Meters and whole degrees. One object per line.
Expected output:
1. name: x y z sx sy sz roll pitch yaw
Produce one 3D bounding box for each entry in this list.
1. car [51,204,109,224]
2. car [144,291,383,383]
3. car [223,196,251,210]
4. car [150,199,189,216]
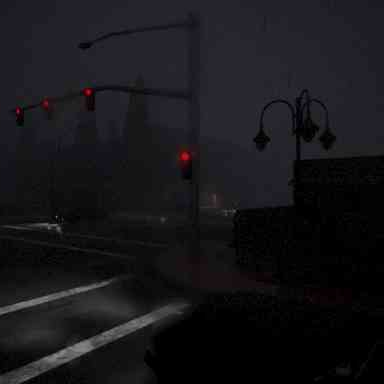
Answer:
1. car: -8.340 1.570 25.015 1.994 1.385 4.181 0 0 37
2. car: 1.814 1.601 2.768 4.718 1.301 1.895 0 0 38
3. car: 6.054 1.360 44.112 2.097 1.767 4.553 0 0 37
4. car: -2.063 1.483 33.351 1.882 1.535 5.008 0 0 37
